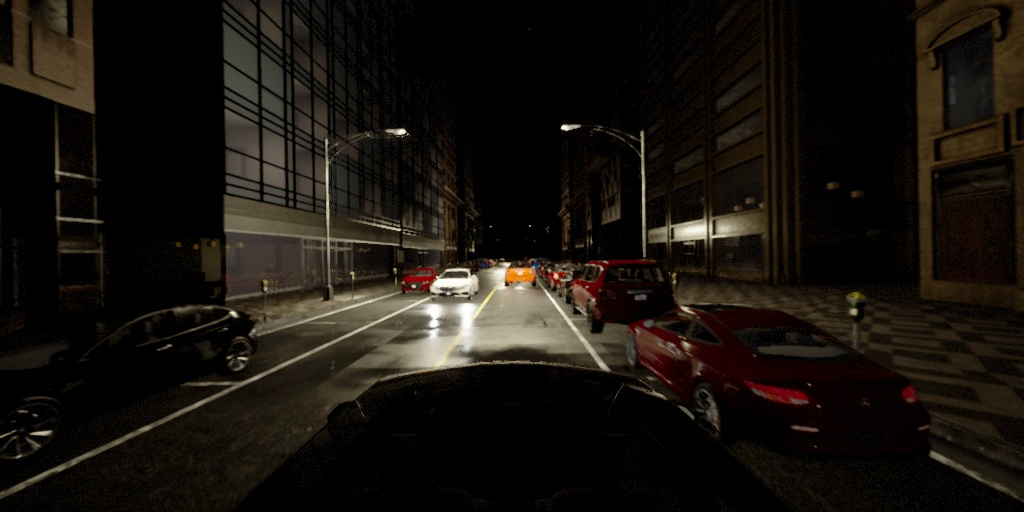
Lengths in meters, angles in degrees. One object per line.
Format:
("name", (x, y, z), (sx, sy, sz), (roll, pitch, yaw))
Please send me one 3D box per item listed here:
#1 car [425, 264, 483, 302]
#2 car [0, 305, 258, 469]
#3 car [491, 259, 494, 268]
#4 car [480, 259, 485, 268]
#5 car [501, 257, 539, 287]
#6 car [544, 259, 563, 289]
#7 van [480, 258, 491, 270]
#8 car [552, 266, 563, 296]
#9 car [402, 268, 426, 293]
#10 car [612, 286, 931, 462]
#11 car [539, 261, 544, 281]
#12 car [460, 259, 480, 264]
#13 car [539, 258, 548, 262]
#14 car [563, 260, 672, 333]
("car", (-2.728, 1.351, 17.967), (1.812, 1.442, 4.674), (-1, 0, 1))
("car", (-5.653, 1.422, 5.048), (1.948, 1.339, 4.313), (0, 0, 1))
("car", (-4.534, 1.480, 61.059), (1.888, 1.381, 4.507), (0, 0, 1))
("car", (-4.870, 1.456, 44.255), (1.888, 1.381, 4.507), (0, 0, 1))
("car", (0.586, 1.132, 25.417), (2.097, 1.767, 4.553), (-1, 0, 2))
("car", (3.205, 1.166, 21.692), (1.967, 1.591, 4.097), (0, 0, 1))
("van", (-4.646, 1.268, 55.458), (1.690, 1.789, 3.998), (0, 0, 1))
("car", (3.093, 1.284, 16.092), (1.948, 1.339, 4.313), (0, 0, 1))
("car", (-5.317, 1.424, 21.851), (1.888, 1.381, 4.507), (0, 0, 1))
("car", (2.870, 1.285, 4.891), (1.802, 1.307, 4.207), (0, 0, 1))
("car", (3.317, 1.300, 27.293), (1.948, 1.339, 4.313), (0, 0, 1))
("car", (-4.982, 1.342, 38.654), (1.967, 1.591, 4.097), (0, 0, 1))
("car", (3.429, 1.182, 32.893), (1.967, 1.591, 4.097), (0, 0, 1))
("car", (2.982, 1.025, 10.491), (2.192, 1.841, 5.009), (0, 0, 1))
